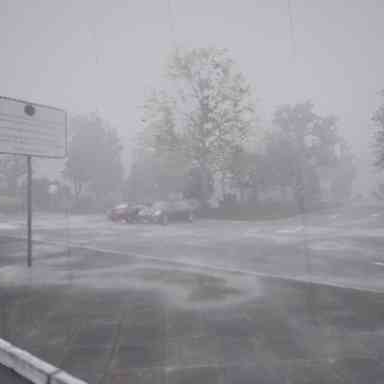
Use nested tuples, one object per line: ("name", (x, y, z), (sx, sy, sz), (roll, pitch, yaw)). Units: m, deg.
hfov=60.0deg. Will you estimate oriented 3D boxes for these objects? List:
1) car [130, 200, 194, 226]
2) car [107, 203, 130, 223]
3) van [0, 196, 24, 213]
("car", (-1.815, 1.363, 23.895), (2.185, 1.767, 4.553), (0, 0, 35))
("car", (-4.437, 1.538, 25.677), (2.002, 1.452, 4.674), (0, 0, 35))
("van", (-21.521, 1.471, 37.540), (1.878, 1.987, 4.442), (-1, -1, 35))
